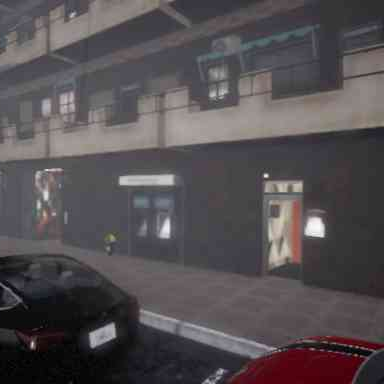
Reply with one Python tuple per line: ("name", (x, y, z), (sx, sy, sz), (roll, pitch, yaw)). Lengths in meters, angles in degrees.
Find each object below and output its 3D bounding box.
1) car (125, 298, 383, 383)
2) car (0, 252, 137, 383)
("car", (1.868, 1.442, 1.538), (4.097, 1.590, 1.967), (0, 0, 35))
("car", (-2.639, 1.555, 4.752), (4.313, 1.339, 1.947), (0, 0, 35))
